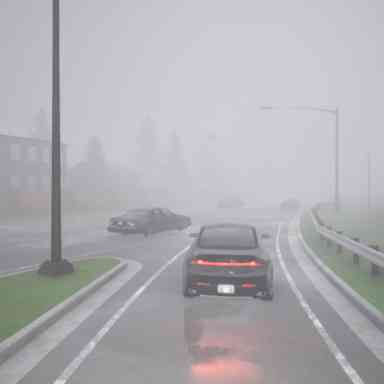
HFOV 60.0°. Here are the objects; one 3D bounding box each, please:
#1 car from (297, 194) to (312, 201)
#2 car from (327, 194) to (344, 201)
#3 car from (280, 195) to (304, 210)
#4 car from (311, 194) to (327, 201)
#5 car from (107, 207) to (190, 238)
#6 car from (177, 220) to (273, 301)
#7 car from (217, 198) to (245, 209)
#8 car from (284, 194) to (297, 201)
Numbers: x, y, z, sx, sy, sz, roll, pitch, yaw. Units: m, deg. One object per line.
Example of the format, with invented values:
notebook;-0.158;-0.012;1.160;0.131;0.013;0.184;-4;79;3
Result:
car;28.050;1.255;82.412;2.097;1.767;4.553;0;0;31
car;34.066;1.259;78.834;2.097;1.767;4.553;0;0;31
car;12.247;1.476;41.448;1.812;1.442;4.674;0;0;28
car;30.860;1.380;80.291;1.882;1.535;5.008;0;0;31
car;-2.092;1.527;17.825;2.033;1.411;5.357;0;0;31
car;0.928;1.495;8.388;1.837;1.490;4.892;0;0;7
car;5.212;1.495;43.824;2.033;1.411;5.357;0;0;31
car;24.844;1.376;83.869;1.882;1.535;5.008;0;0;31
